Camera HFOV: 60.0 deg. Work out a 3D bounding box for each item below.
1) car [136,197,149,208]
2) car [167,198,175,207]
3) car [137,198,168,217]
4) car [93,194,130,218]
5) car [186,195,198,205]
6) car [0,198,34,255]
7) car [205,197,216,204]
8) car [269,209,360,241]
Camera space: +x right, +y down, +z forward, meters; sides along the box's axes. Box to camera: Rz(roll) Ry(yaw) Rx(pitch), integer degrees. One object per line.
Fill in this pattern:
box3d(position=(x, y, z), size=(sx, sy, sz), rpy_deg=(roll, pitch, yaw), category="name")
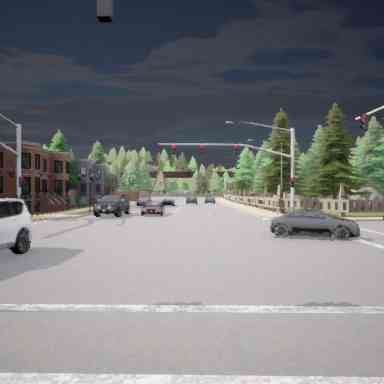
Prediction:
box3d(position=(-7.110, 1.477, 49.495), size=(1.882, 1.535, 5.008), rpy_deg=(0, 0, 0), category="car")
box3d(position=(-3.601, 1.601, 50.610), size=(1.895, 1.301, 4.718), rpy_deg=(0, 0, 0), category="car")
box3d(position=(-3.630, 1.564, 31.410), size=(1.994, 1.385, 4.181), rpy_deg=(0, 0, 0), category="car")
box3d(position=(-7.278, 1.221, 30.825), size=(2.150, 2.045, 5.566), rpy_deg=(0, 0, 3), category="car")
box3d(position=(-0.063, 1.352, 60.224), size=(2.097, 1.767, 4.553), rpy_deg=(0, 0, 0), category="car")
box3d(position=(-7.111, 1.221, 10.441), size=(2.150, 2.045, 5.566), rpy_deg=(0, 0, 0), category="car")
box3d(position=(3.532, 1.564, 65.205), size=(1.994, 1.385, 4.181), rpy_deg=(0, 0, 0), category="car")
box3d(position=(5.977, 1.564, 16.493), size=(4.181, 1.385, 1.994), rpy_deg=(0, 0, 21), category="car")
